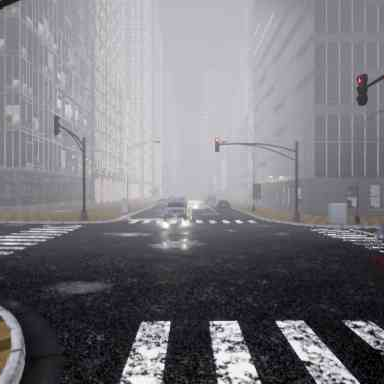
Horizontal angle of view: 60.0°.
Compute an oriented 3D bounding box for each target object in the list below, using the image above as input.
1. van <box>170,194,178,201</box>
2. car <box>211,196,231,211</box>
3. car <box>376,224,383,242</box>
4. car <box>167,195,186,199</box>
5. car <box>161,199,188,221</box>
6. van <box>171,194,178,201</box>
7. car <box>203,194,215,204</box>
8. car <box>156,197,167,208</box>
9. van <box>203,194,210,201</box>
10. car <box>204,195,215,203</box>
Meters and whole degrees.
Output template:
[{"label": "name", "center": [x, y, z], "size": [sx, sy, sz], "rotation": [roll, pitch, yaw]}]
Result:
[{"label": "van", "center": [-4.378, 1.321, 80.432], "size": [1.690, 1.788, 3.998], "rotation": [0, 0, 0]}, {"label": "car", "center": [3.817, 1.579, 41.795], "size": [1.947, 1.339, 4.313], "rotation": [0, 0, 0]}, {"label": "car", "center": [10.240, 1.737, 13.774], "size": [4.674, 1.442, 1.812], "rotation": [1, 1, 5]}, {"label": "car", "center": [-1.646, 1.504, 41.755], "size": [2.128, 1.511, 4.902], "rotation": [0, 0, 0]}, {"label": "car", "center": [-1.370, 1.545, 27.501], "size": [1.812, 1.442, 4.674], "rotation": [0, 0, -3]}, {"label": "van", "center": [-4.416, 1.315, 85.960], "size": [1.690, 1.788, 3.998], "rotation": [0, 0, 0]}, {"label": "car", "center": [3.616, 1.313, 63.903], "size": [2.192, 1.841, 5.009], "rotation": [0, 0, 0]}, {"label": "car", "center": [-4.150, 1.592, 47.267], "size": [1.802, 1.307, 4.206], "rotation": [0, 0, 0]}, {"label": "van", "center": [3.502, 1.321, 80.486], "size": [1.690, 1.788, 3.998], "rotation": [0, 0, 0]}, {"label": "car", "center": [3.578, 1.432, 69.432], "size": [1.967, 1.590, 4.097], "rotation": [0, 0, 0]}]
